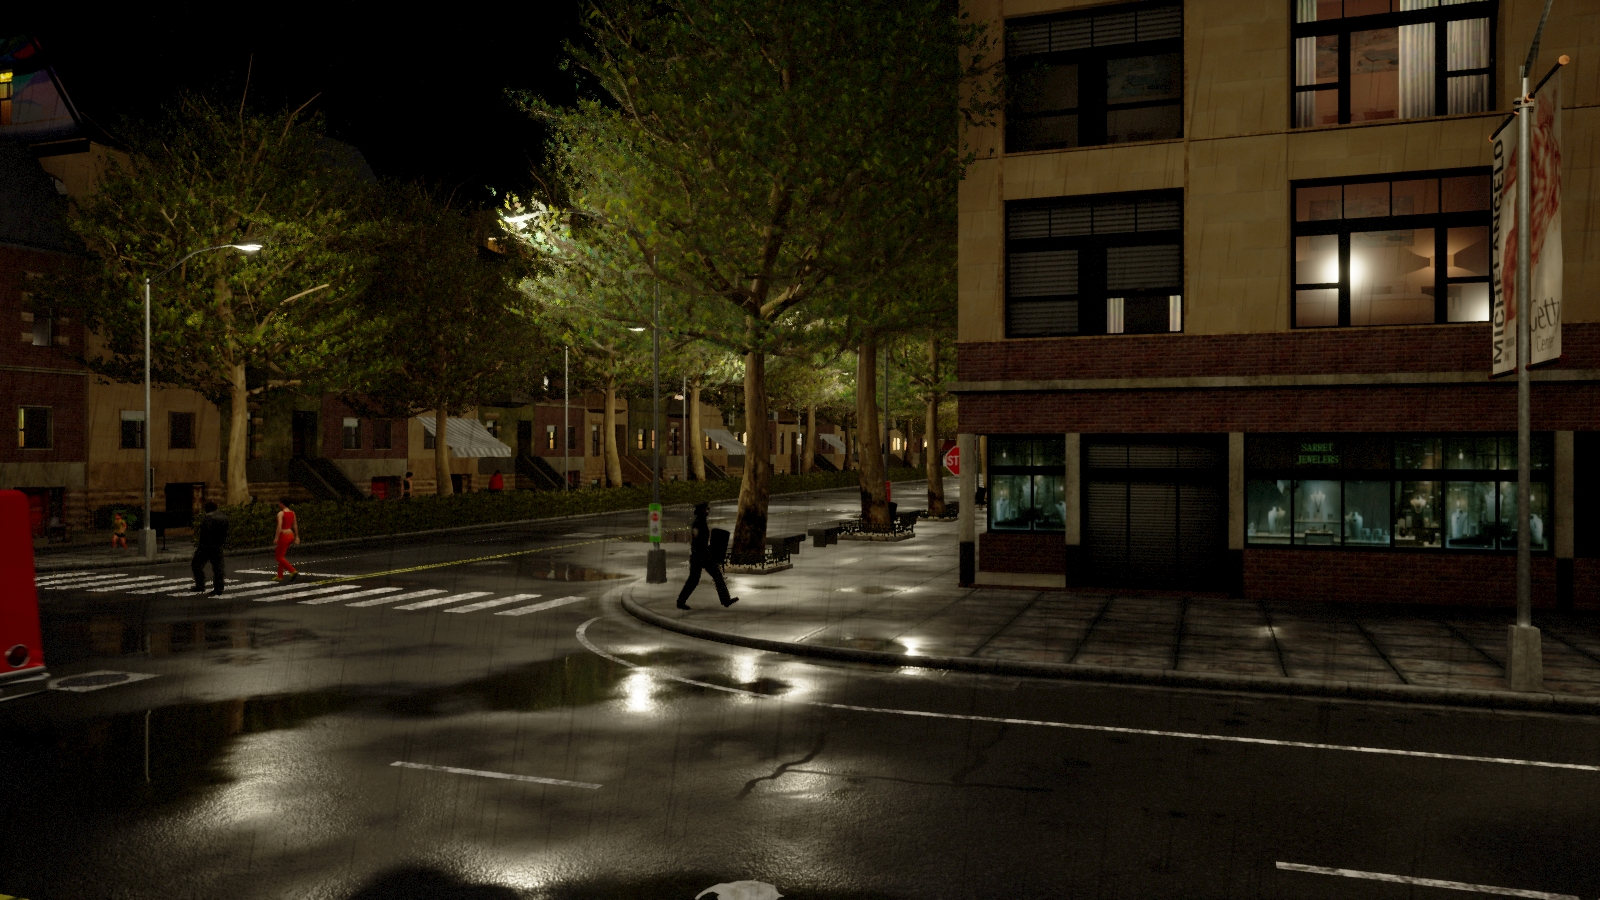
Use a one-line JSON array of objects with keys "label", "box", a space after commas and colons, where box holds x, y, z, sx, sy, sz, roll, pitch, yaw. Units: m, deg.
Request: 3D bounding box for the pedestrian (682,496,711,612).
[{"label": "pedestrian", "box": [-1.693, 1.699, 18.752, 0.375, 1.860, 0.375, 0, 0, 15]}]

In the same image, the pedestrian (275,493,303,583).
[{"label": "pedestrian", "box": [-10.786, 1.849, 24.114, 0.375, 1.860, 0.375, 0, 0, 17]}]

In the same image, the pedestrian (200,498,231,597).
[{"label": "pedestrian", "box": [-11.162, 1.849, 21.810, 0.375, 1.860, 0.375, 0, 0, 20]}]

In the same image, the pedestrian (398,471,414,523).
[{"label": "pedestrian", "box": [-14.293, 1.696, 41.451, 0.375, 1.860, 0.375, 0, 0, 20]}]

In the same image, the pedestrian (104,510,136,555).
[{"label": "pedestrian", "box": [-17.227, 2.076, 28.964, 0.500, 1.100, 0.500, 0, 0, 2]}]

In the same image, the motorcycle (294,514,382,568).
[{"label": "motorcycle", "box": [-11.340, 2.213, 28.102, 0.803, 1.145, 2.033, 0, 0, 22]}]

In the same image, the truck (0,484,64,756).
[{"label": "truck", "box": [-10.000, 1.568, 10.683, 5.204, 2.467, 2.627, 0, 0, 20]}]
